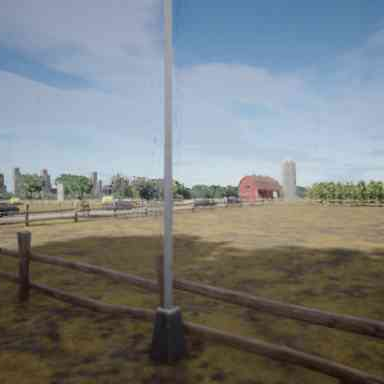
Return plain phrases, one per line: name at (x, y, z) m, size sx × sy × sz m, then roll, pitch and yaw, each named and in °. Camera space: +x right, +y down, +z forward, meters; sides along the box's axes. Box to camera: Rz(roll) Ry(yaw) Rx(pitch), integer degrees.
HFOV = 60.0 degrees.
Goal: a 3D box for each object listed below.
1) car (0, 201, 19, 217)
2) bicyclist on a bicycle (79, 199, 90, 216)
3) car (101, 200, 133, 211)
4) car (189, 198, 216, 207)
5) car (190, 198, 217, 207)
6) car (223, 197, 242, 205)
car at (-18.333, 1.628, 30.086) m, size 1.837 × 1.490 × 4.892 m, roll -2°, pitch 0°, yaw 35°
bicyclist on a bicycle at (-10.151, 1.443, 31.287) m, size 1.656 × 1.620 × 0.582 m, roll 0°, pitch 0°, yaw 35°
car at (-9.530, 1.711, 42.481) m, size 1.994 × 1.385 × 4.181 m, roll -2°, pitch -1°, yaw 35°
car at (1.967, 1.758, 58.498) m, size 2.033 × 1.411 × 5.357 m, roll -2°, pitch -2°, yaw 35°
car at (1.882, 1.635, 53.543) m, size 2.033 × 1.411 × 5.357 m, roll -2°, pitch -1°, yaw 36°
car at (7.583, 1.642, 61.660) m, size 1.837 × 1.490 × 4.892 m, roll -2°, pitch -2°, yaw 35°
